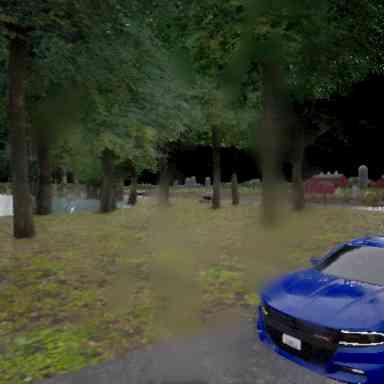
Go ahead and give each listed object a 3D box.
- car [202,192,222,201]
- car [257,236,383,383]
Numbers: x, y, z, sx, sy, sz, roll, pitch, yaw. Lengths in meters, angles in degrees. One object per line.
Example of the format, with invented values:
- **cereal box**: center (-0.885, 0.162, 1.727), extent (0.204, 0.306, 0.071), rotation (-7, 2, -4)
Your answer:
- **car**: center (4.009, 0.863, 66.191), extent (2.097, 1.767, 4.553), rotation (-1, 1, -36)
- **car**: center (3.217, 1.510, 5.380), extent (5.008, 1.535, 1.882), rotation (0, 0, -35)
